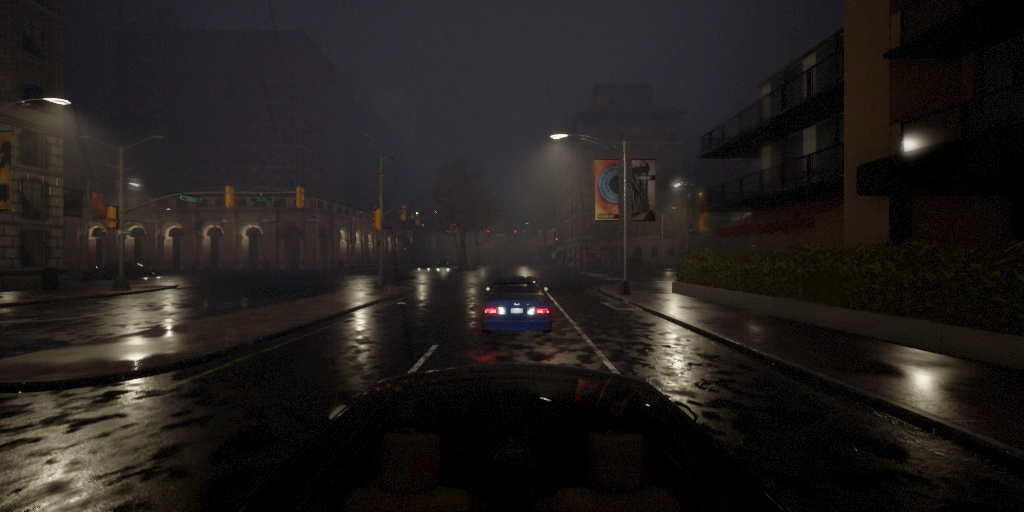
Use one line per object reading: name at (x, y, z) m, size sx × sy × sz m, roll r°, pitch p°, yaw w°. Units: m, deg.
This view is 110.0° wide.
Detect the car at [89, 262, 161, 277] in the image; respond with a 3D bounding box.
car at (-37.191, 1.297, 34.525) m, size 5.357 × 1.411 × 2.033 m, roll 0°, pitch 0°, yaw 0°

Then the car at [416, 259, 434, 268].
car at (-14.527, 1.228, 61.723) m, size 1.882 × 1.535 × 5.008 m, roll 0°, pitch 0°, yaw 1°

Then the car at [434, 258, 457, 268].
car at (-11.060, 1.102, 59.654) m, size 2.097 × 1.767 × 4.553 m, roll 0°, pitch 0°, yaw 1°

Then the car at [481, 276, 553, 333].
car at (0.145, 1.297, 10.705) m, size 2.033 × 1.411 × 5.357 m, roll 0°, pitch 0°, yaw 1°
